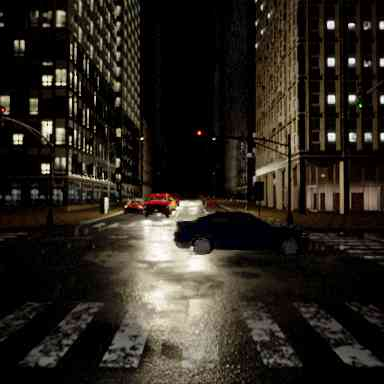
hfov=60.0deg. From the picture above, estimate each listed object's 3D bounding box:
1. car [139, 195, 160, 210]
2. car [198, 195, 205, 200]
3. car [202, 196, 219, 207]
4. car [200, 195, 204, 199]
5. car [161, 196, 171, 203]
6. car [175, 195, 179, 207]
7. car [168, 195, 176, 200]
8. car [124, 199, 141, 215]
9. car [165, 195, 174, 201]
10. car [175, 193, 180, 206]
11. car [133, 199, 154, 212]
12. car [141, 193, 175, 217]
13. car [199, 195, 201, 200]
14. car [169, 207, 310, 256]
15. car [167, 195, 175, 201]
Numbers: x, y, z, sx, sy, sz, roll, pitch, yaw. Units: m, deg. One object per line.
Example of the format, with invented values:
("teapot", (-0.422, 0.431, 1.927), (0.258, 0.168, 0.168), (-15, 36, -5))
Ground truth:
("car", (-5.625, 1.316, 44.907), (2.192, 1.841, 5.009), (1, 0, 0))
("car", (2.804, 1.549, 95.156), (1.887, 1.381, 4.507), (1, 0, 0))
("car", (2.750, 1.583, 44.960), (1.802, 1.307, 4.206), (1, 0, 0))
("car", (2.764, 1.527, 56.285), (1.752, 1.417, 4.829), (1, 0, 0))
("car", (-5.600, 1.546, 72.782), (1.887, 1.381, 4.507), (1, 0, 0))
("car", (-3.055, 1.478, 41.513), (1.882, 1.535, 5.008), (0, 0, 0))
("car", (-5.577, 1.570, 95.083), (1.947, 1.339, 4.313), (1, 0, 0))
("car", (-5.639, 1.440, 33.756), (1.967, 1.590, 4.097), (1, 0, 0))
("car", (-5.588, 1.547, 83.933), (1.887, 1.381, 4.507), (1, 0, 0))
("car", (-3.037, 1.222, 52.012), (2.150, 2.045, 5.566), (0, 0, 0))
("car", (-5.636, 1.582, 39.332), (1.802, 1.307, 4.206), (1, 0, 0))
("car", (-3.061, 1.222, 31.086), (2.150, 2.045, 5.566), (0, 0, 0))
("car", (2.768, 1.567, 61.693), (1.947, 1.339, 4.313), (1, 0, 0))
("car", (1.800, 1.478, 12.467), (5.008, 1.535, 1.882), (0, 0, 0))
("car", (-5.582, 1.554, 89.508), (2.008, 1.369, 4.403), (1, 0, 0))
